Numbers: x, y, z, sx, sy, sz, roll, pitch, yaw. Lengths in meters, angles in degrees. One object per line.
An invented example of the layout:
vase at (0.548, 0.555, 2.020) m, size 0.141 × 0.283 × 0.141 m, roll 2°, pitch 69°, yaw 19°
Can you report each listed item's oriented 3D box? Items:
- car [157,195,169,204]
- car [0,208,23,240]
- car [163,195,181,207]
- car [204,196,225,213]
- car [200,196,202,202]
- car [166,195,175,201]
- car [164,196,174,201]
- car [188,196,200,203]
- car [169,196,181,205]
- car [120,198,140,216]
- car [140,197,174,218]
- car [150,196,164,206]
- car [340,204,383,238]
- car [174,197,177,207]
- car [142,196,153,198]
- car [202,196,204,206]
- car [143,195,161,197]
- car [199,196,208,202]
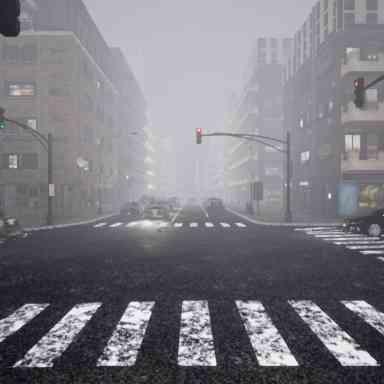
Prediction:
car at (-5.728, 1.465, 66.265) m, size 1.967 × 1.590 × 4.097 m, roll 0°, pitch 0°, yaw 0°
car at (-10.626, 1.518, 15.691) m, size 4.553 × 1.767 × 2.097 m, roll -1°, pitch 0°, yaw -1°
car at (-3.117, 1.578, 49.879) m, size 1.994 × 1.385 × 4.181 m, roll 0°, pitch 0°, yaw 0°
car at (2.669, 1.449, 37.859) m, size 1.967 × 1.590 × 4.097 m, roll 0°, pitch 0°, yaw 0°
car at (2.659, 1.599, 54.907) m, size 1.802 × 1.307 × 4.206 m, roll 0°, pitch 0°, yaw 0°
car at (-5.742, 1.595, 88.994) m, size 2.008 × 1.369 × 4.403 m, roll 0°, pitch 0°, yaw 0°
car at (-5.739, 1.590, 83.311) m, size 2.008 × 1.369 × 4.403 m, roll 0°, pitch 0°, yaw 0°
car at (0.003, 1.539, 70.587) m, size 2.128 × 1.511 × 4.902 m, roll 0°, pitch 0°, yaw 0°
car at (-3.080, 1.498, 59.889) m, size 1.882 × 1.535 × 5.008 m, roll 0°, pitch 0°, yaw 0°
car at (-5.708, 1.572, 32.170) m, size 1.947 × 1.339 × 4.313 m, roll 0°, pitch 0°, yaw 0°
car at (-3.108, 1.498, 30.602) m, size 2.128 × 1.511 × 4.902 m, roll 0°, pitch 0°, yaw 1°
car at (-5.721, 1.457, 54.900) m, size 1.967 × 1.590 × 4.097 m, roll 0°, pitch 0°, yaw 0°
car at (9.681, 1.295, 15.881) m, size 4.892 × 1.490 × 1.837 m, roll -1°, pitch 0°, yaw -1°
car at (-3.121, 1.610, 39.901) m, size 1.895 × 1.301 × 4.718 m, roll 0°, pitch 0°, yaw 0°
car at (-5.711, 1.534, 37.683) m, size 1.752 × 1.417 × 4.829 m, roll 0°, pitch 0°, yaw 0°
car at (2.665, 1.451, 43.542) m, size 1.967 × 1.590 × 4.097 m, roll 0°, pitch 0°, yaw 0°
car at (-5.715, 1.326, 43.535) m, size 2.192 × 1.841 × 5.009 m, roll 0°, pitch 0°, yaw 0°
car at (2.645, 1.585, 77.636) m, size 2.008 × 1.369 × 4.403 m, roll 0°, pitch 0°, yaw 0°
